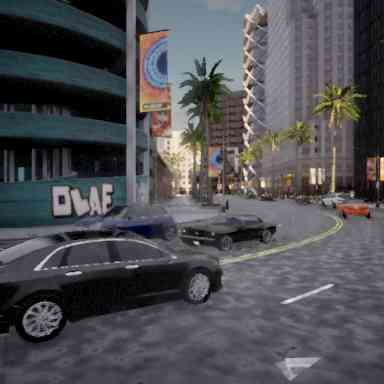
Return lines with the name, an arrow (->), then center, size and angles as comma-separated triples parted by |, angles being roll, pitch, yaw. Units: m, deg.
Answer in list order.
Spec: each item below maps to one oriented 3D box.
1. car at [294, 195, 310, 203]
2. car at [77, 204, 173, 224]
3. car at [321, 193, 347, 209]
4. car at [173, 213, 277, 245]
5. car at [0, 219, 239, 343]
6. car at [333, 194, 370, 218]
car -> 21.788, 1.433, 65.872 | 2.231, 1.521, 4.892 | 0, 0, -1
car -> -2.872, 1.341, 14.609 | 4.553, 1.767, 2.097 | 0, 0, -43
car -> 19.172, 1.190, 44.217 | 2.150, 2.045, 5.566 | 0, 0, 0
car -> 1.665, 1.590, 14.037 | 1.895, 1.301, 4.718 | 0, 0, 42
car -> -1.587, 1.499, 6.455 | 4.892, 1.490, 1.837 | 0, 1, -35
car -> 14.278, 1.331, 29.733 | 2.097, 1.767, 4.553 | 0, 0, 16
